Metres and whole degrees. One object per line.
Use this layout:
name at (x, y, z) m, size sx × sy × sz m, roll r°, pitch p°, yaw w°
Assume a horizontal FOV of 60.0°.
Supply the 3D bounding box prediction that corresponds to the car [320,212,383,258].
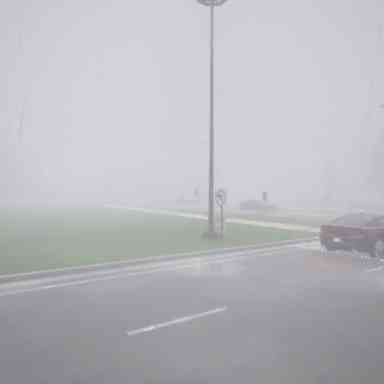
car at (7.126, 1.549, 13.150) m, size 5.008 × 1.535 × 1.882 m, roll 0°, pitch 0°, yaw -35°

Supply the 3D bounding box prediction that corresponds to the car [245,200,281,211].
car at (9.528, 1.781, 44.845) m, size 1.895 × 1.301 × 4.718 m, roll 0°, pitch 0°, yaw -35°

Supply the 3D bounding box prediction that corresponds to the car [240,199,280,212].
car at (8.011, 1.639, 40.898) m, size 1.882 × 1.535 × 5.008 m, roll 0°, pitch 0°, yaw -35°
